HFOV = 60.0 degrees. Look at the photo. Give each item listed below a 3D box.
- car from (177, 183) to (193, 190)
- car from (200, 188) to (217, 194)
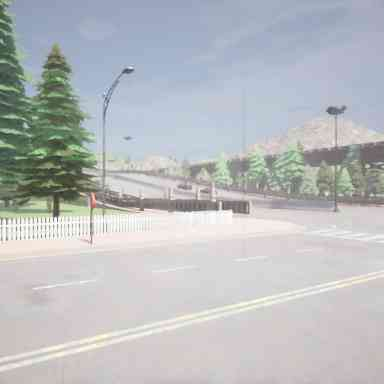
[{"bbox_3d":[-1.729,-1.346,78.256,2.128,1.511,4.902,0,7,-34],"label":"car"},{"bbox_3d":[3.528,-0.172,70.516,1.812,1.442,4.674,0,7,-34],"label":"car"}]
